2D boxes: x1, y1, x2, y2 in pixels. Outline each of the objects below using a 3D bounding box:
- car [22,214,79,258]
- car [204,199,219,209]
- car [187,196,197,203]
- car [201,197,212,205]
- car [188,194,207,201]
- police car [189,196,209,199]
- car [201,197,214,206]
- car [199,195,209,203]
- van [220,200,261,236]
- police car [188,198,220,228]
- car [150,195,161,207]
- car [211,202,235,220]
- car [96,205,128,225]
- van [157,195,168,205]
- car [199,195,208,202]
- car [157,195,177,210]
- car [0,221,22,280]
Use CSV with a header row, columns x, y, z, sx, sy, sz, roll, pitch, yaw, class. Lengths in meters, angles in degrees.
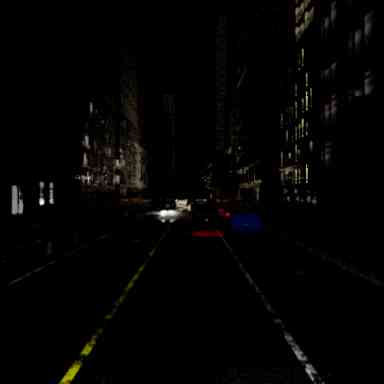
x,y,z,sx,sy,sz,roll,pitch,yaw,class
-5.689,1.578,12.708,2.008,1.369,4.403,0,0,0,car
2.698,1.674,46.858,1.802,1.307,4.206,0,0,0,car
0.012,1.540,73.163,2.033,1.411,5.357,0,0,0,car
2.701,1.665,63.936,2.008,1.369,4.403,0,0,0,car
0.906,1.301,38.447,2.150,2.045,5.566,0,0,0,car
0.905,1.490,32.526,1.930,1.638,5.238,0,0,0,police car
2.700,1.659,58.243,2.008,1.369,4.403,0,0,0,car
2.703,1.559,75.321,1.967,1.590,4.097,0,0,0,car
2.693,1.379,18.397,1.690,1.788,3.998,0,0,0,van
0.903,1.471,22.526,1.930,1.638,5.238,0,0,0,police car
-5.682,1.652,52.556,2.008,1.369,4.403,0,0,0,car
2.695,1.641,29.780,1.802,1.307,4.206,0,0,0,car
-5.687,1.631,24.093,1.802,1.307,4.206,0,0,0,car
-5.679,1.455,63.941,1.690,1.788,3.998,0,0,0,van
2.704,1.561,81.013,1.967,1.590,4.097,0,0,0,car
-3.081,1.579,44.335,2.128,1.511,4.902,0,0,0,car
-5.691,1.456,7.017,1.967,1.590,4.097,0,0,0,car
